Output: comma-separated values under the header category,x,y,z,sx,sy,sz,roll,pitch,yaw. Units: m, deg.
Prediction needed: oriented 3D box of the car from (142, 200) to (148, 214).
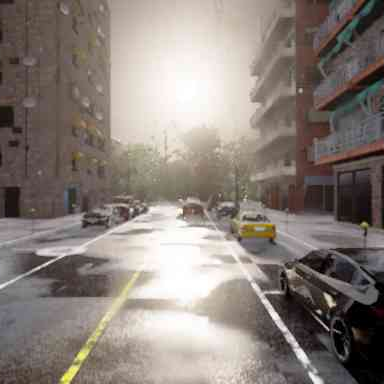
category,x,y,z,sx,sy,sz,roll,pitch,yaw
car,-5.822,1.520,32.773,1.947,1.339,4.313,1,0,0

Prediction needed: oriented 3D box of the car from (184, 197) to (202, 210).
category,x,y,z,sx,sy,sz,roll,pitch,yaw
car,0.066,1.433,42.507,2.128,1.511,4.902,0,0,-1

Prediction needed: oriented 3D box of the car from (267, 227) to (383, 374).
category,x,y,z,sx,sy,sz,roll,pitch,yaw
car,2.769,1.557,5.543,1.947,1.339,4.313,1,0,0

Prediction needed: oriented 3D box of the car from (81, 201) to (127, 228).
category,x,y,z,sx,sy,sz,roll,pitch,yaw
car,-5.818,1.520,21.636,2.008,1.369,4.403,1,0,0

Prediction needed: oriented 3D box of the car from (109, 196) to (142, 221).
category,x,y,z,sx,sy,sz,roll,pitch,yaw
car,-5.817,1.277,27.204,2.192,1.841,5.009,1,0,0

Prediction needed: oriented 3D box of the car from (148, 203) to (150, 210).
category,x,y,z,sx,sy,sz,roll,pitch,yaw
car,-5.824,1.529,38.341,1.802,1.307,4.206,1,0,0

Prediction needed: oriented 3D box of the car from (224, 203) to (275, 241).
category,x,y,z,sx,sy,sz,roll,pitch,yaw
car,2.831,1.502,16.208,1.752,1.417,4.829,1,0,0

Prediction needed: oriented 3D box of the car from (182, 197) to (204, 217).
category,x,y,z,sx,sy,sz,roll,pitch,yaw
car,0.087,1.434,30.568,1.882,1.535,5.008,0,0,0

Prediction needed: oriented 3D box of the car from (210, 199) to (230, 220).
category,x,y,z,sx,sy,sz,roll,pitch,yaw
car,2.827,1.512,27.175,2.008,1.369,4.403,1,0,0

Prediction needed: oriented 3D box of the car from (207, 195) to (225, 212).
category,x,y,z,sx,sy,sz,roll,pitch,yaw
car,2.826,1.261,38.310,2.192,1.841,5.009,1,0,0
